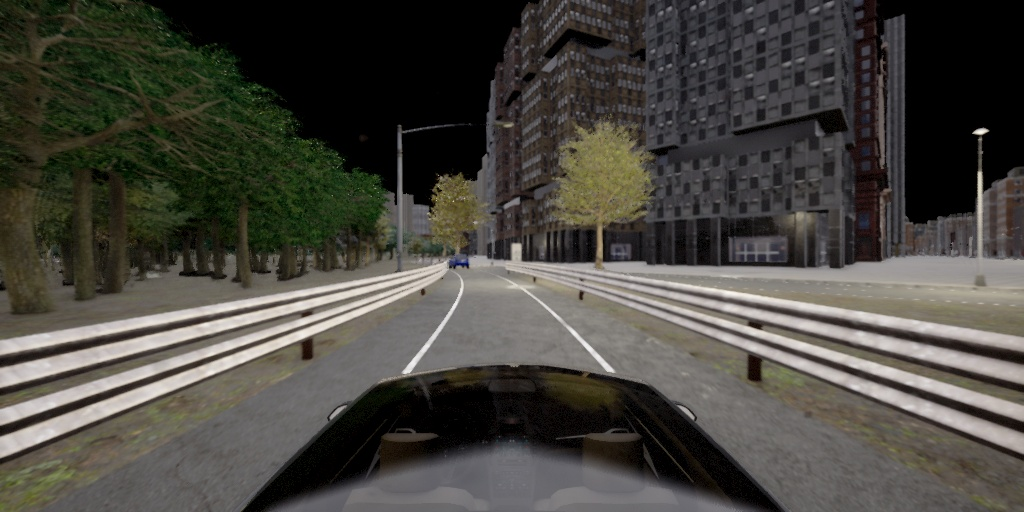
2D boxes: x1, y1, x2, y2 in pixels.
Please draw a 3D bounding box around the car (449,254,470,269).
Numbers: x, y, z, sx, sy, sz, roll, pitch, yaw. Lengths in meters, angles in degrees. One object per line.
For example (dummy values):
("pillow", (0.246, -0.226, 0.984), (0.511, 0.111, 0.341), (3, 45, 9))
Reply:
("car", (-7.421, 0.774, 50.566), (2.150, 2.045, 5.566), (0, 0, -18))
